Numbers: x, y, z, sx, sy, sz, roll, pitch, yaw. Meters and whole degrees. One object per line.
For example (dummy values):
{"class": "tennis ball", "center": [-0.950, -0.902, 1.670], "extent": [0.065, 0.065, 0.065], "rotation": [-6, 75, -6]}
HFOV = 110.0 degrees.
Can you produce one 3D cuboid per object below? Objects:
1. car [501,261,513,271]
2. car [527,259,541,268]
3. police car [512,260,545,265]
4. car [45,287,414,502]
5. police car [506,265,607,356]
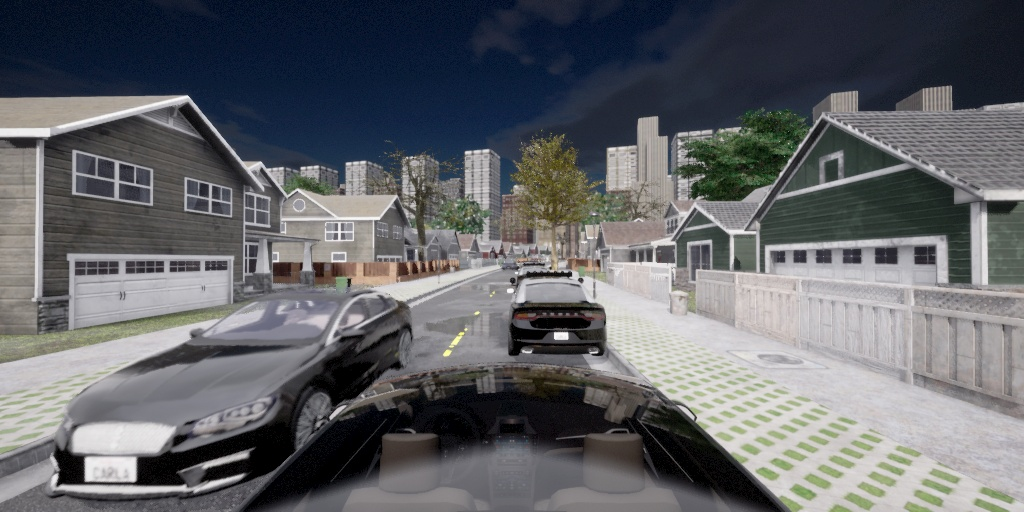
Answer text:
{"class": "car", "center": [-0.293, 1.351, 49.125], "extent": [1.994, 1.385, 4.181], "rotation": [0, 0, 6]}
{"class": "car", "center": [3.850, 1.294, 62.527], "extent": [2.128, 1.511, 4.902], "rotation": [0, 0, 8]}
{"class": "police car", "center": [1.166, 1.182, 18.715], "extent": [1.930, 1.638, 5.238], "rotation": [0, 0, 2]}
{"class": "car", "center": [-2.801, 1.242, 4.977], "extent": [2.128, 1.511, 4.902], "rotation": [0, 0, 1]}
{"class": "police car", "center": [0.891, 1.177, 8.762], "extent": [1.930, 1.638, 5.238], "rotation": [0, 0, 1]}
